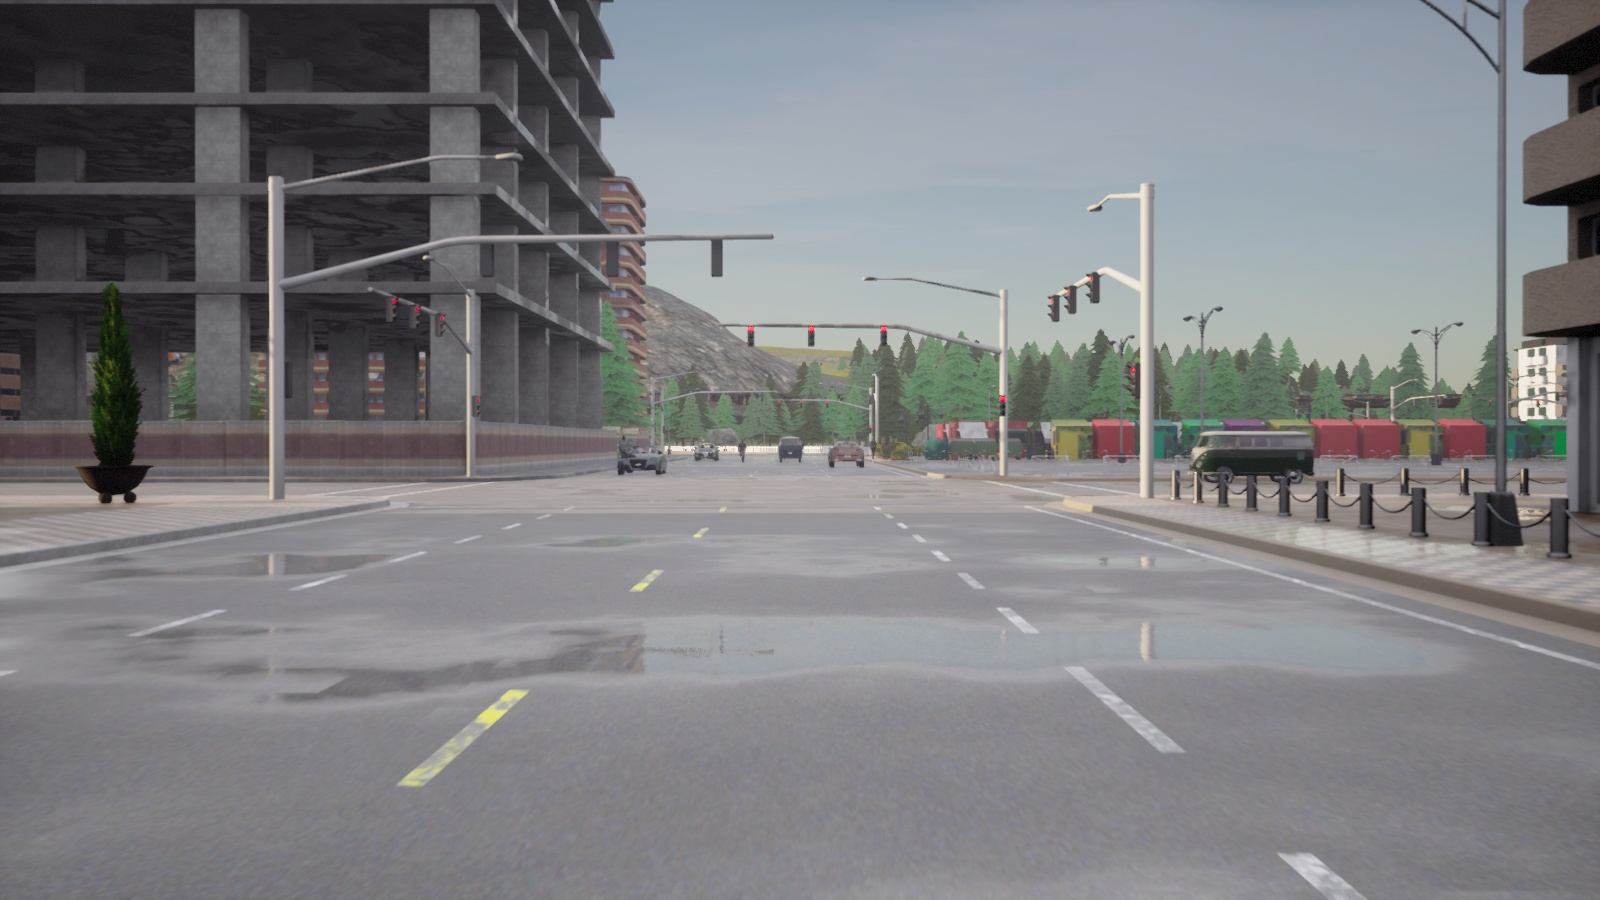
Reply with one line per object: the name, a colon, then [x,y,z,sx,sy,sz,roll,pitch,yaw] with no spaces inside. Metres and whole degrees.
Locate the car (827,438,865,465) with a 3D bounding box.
car: [2.871,0.085,78.864,2.152,1.651,5.027,0,0,0]

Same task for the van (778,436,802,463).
van: [-0.752,-0.044,96.895,1.775,1.987,4.442,0,0,0]

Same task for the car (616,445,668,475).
car: [-7.502,0.469,59.941,1.994,1.385,4.181,0,0,0]

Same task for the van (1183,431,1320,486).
van: [16.785,0.305,46.816,4.442,1.987,1.775,0,0,0]
